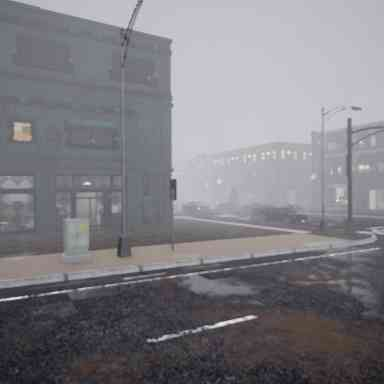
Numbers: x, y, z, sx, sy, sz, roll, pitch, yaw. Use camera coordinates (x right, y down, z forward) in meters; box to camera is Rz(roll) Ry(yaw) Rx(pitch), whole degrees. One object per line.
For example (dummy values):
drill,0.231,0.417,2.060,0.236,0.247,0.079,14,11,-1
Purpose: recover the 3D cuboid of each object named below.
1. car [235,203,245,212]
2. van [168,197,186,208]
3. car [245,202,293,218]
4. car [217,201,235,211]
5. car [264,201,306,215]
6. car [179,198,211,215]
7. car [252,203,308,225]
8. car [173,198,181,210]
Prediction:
car,7.886,1.919,42.909,1.802,1.307,4.206,-1,0,-29
van,-2.876,1.922,62.260,1.690,1.788,3.998,-1,0,-29
car,7.408,1.848,31.868,1.994,1.385,4.181,-1,0,-29
car,5.198,1.981,47.746,1.802,1.307,4.206,-1,0,-29
car,10.575,1.825,38.070,2.008,1.369,4.403,-1,0,-29
car,0.559,1.857,38.835,1.967,1.590,4.097,-1,0,-29
car,7.198,1.825,26.647,1.947,1.339,4.313,-1,0,-29
car,-4.103,1.902,52.667,2.097,1.767,4.553,-1,0,-29
